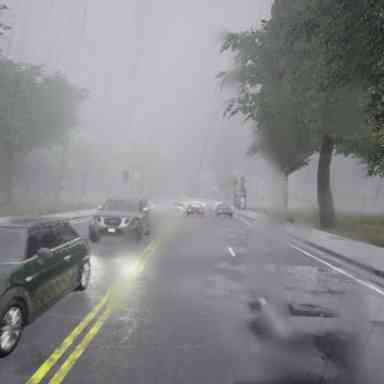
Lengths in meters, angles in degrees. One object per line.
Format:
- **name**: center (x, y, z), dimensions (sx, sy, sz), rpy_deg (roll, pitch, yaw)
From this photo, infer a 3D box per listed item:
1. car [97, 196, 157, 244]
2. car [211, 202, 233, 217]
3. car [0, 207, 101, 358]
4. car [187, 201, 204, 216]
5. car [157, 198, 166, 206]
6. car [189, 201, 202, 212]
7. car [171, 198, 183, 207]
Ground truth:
- **car**: center (-3.265, 1.241, 16.355), dimensions (2.150, 2.045, 5.566), rpy_deg (3, -1, 0)
- **car**: center (3.638, 2.102, 38.249), dimensions (2.033, 1.411, 5.357), rpy_deg (3, -1, 1)
- **car**: center (-3.381, 1.260, 5.835), dimensions (2.097, 1.767, 4.553), rpy_deg (3, -1, 1)
- **car**: center (0.379, 2.001, 37.393), dimensions (1.895, 1.301, 4.718), rpy_deg (3, -1, 1)
- **car**: center (-5.967, 1.891, 62.737), dimensions (2.128, 1.511, 4.902), rpy_deg (3, -1, 1)
- **car**: center (0.494, 2.045, 48.398), dimensions (1.812, 1.442, 4.674), rpy_deg (3, 0, 0)
- **car**: center (-2.719, 1.888, 62.782), dimensions (2.097, 1.767, 4.553), rpy_deg (3, -1, 1)
